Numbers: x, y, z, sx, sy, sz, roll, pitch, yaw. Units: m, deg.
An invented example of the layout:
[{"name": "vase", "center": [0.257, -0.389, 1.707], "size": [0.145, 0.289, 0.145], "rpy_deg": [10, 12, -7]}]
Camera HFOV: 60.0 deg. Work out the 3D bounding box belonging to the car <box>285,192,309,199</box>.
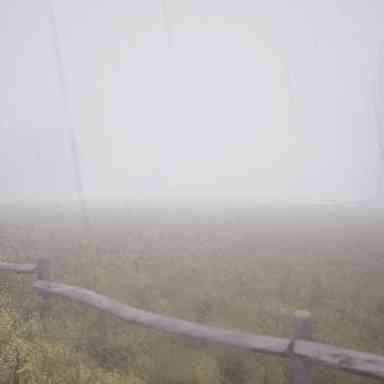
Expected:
[{"name": "car", "center": [24.865, 0.938, 77.529], "size": [4.611, 1.667, 2.242], "rpy_deg": [1, 1, 34]}]
